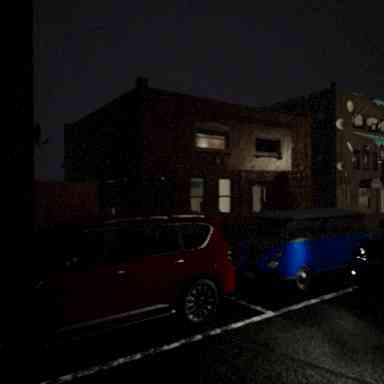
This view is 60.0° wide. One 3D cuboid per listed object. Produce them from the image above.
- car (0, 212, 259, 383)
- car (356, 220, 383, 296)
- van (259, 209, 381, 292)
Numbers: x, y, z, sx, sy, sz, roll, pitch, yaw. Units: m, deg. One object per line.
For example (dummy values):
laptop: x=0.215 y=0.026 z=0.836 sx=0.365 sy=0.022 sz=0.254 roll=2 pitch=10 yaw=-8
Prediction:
car: x=-1.511 y=1.319 z=5.487 sx=5.009 sy=1.841 sz=2.192 roll=0 pitch=-1 yaw=-35
car: x=5.956 y=1.239 z=7.622 sx=5.566 sy=2.045 sz=2.150 roll=0 pitch=0 yaw=-35
van: x=3.008 y=1.356 z=8.706 sx=3.998 sy=1.788 sz=1.690 roll=0 pitch=-1 yaw=-35
